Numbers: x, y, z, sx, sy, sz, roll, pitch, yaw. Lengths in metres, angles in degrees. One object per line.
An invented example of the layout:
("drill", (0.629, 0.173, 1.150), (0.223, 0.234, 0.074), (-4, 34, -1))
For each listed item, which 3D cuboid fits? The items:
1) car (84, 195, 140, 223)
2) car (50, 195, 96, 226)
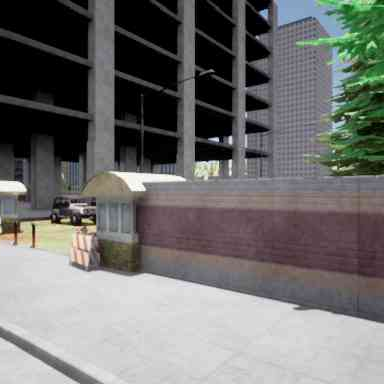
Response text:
("car", (-5.842, 1.157, 24.119), (3.866, 1.878, 1.905), (0, 0, 38))
("car", (-7.640, 1.156, 21.792), (3.866, 1.878, 1.905), (0, 0, 38))
